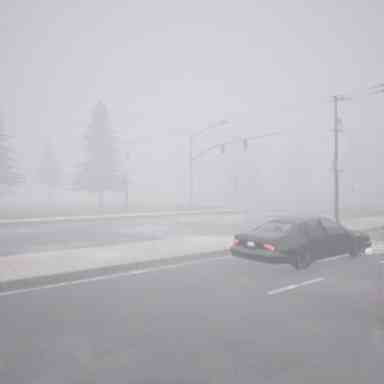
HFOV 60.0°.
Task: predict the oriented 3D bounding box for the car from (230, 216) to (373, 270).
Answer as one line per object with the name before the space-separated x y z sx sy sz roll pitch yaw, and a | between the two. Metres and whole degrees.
car | 3.684 1.482 10.774 5.357 1.411 2.033 -1 0 -36
